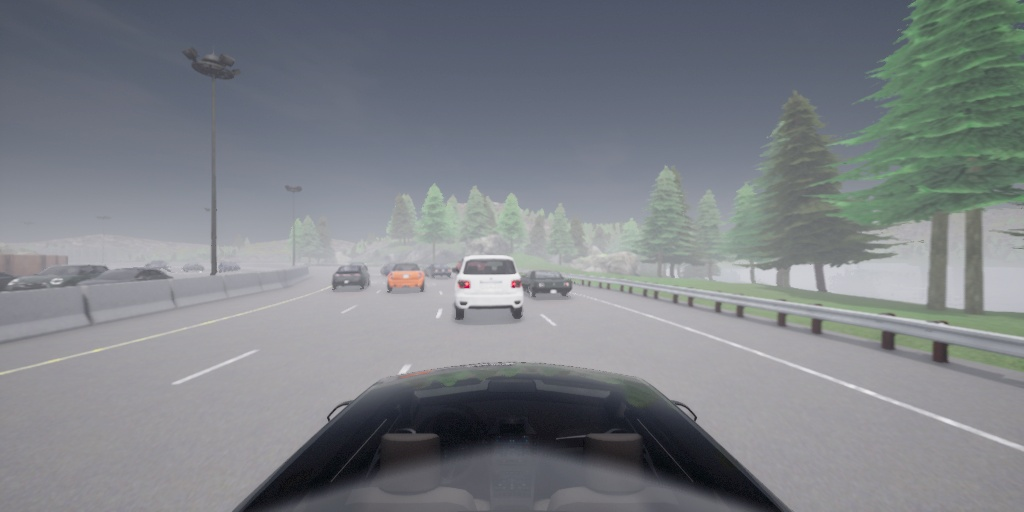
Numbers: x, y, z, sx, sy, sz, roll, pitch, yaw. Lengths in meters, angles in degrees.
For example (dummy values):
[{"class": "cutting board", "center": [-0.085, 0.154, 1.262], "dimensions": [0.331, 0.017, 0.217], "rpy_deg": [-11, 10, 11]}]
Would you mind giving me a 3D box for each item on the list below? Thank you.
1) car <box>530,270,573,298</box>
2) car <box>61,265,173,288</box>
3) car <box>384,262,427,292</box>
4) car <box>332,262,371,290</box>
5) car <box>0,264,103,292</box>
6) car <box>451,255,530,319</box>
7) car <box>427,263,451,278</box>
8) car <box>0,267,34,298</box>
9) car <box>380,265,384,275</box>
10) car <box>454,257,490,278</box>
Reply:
[{"class": "car", "center": [1.528, 1.389, 18.971], "dimensions": [1.895, 1.301, 4.718], "rpy_deg": [0, 0, -11]}, {"class": "car", "center": [-20.205, 1.400, 18.911], "dimensions": [1.837, 1.490, 4.892], "rpy_deg": [0, 0, -16]}, {"class": "car", "center": [-6.551, 1.190, 22.471], "dimensions": [2.097, 1.767, 4.553], "rpy_deg": [0, 0, -14]}, {"class": "car", "center": [-10.468, 1.351, 23.523], "dimensions": [2.128, 1.511, 4.902], "rpy_deg": [0, 0, -16]}, {"class": "car", "center": [-24.005, 1.267, 19.438], "dimensions": [2.097, 1.767, 4.553], "rpy_deg": [0, 0, -17]}, {"class": "car", "center": [-0.990, 1.007, 13.200], "dimensions": [2.150, 2.045, 5.566], "rpy_deg": [0, 0, -8]}, {"class": "car", "center": [-7.404, 1.424, 35.532], "dimensions": [2.033, 1.411, 5.357], "rpy_deg": [0, 0, -24]}, {"class": "car", "center": [-27.036, 1.403, 17.477], "dimensions": [1.882, 1.535, 5.008], "rpy_deg": [0, 0, -16]}, {"class": "car", "center": [-13.124, 1.479, 39.187], "dimensions": [1.994, 1.385, 4.181], "rpy_deg": [0, 0, -27]}, {"class": "car", "center": [-4.168, 1.086, 36.772], "dimensions": [2.150, 2.045, 5.566], "rpy_deg": [0, 0, -23]}]
